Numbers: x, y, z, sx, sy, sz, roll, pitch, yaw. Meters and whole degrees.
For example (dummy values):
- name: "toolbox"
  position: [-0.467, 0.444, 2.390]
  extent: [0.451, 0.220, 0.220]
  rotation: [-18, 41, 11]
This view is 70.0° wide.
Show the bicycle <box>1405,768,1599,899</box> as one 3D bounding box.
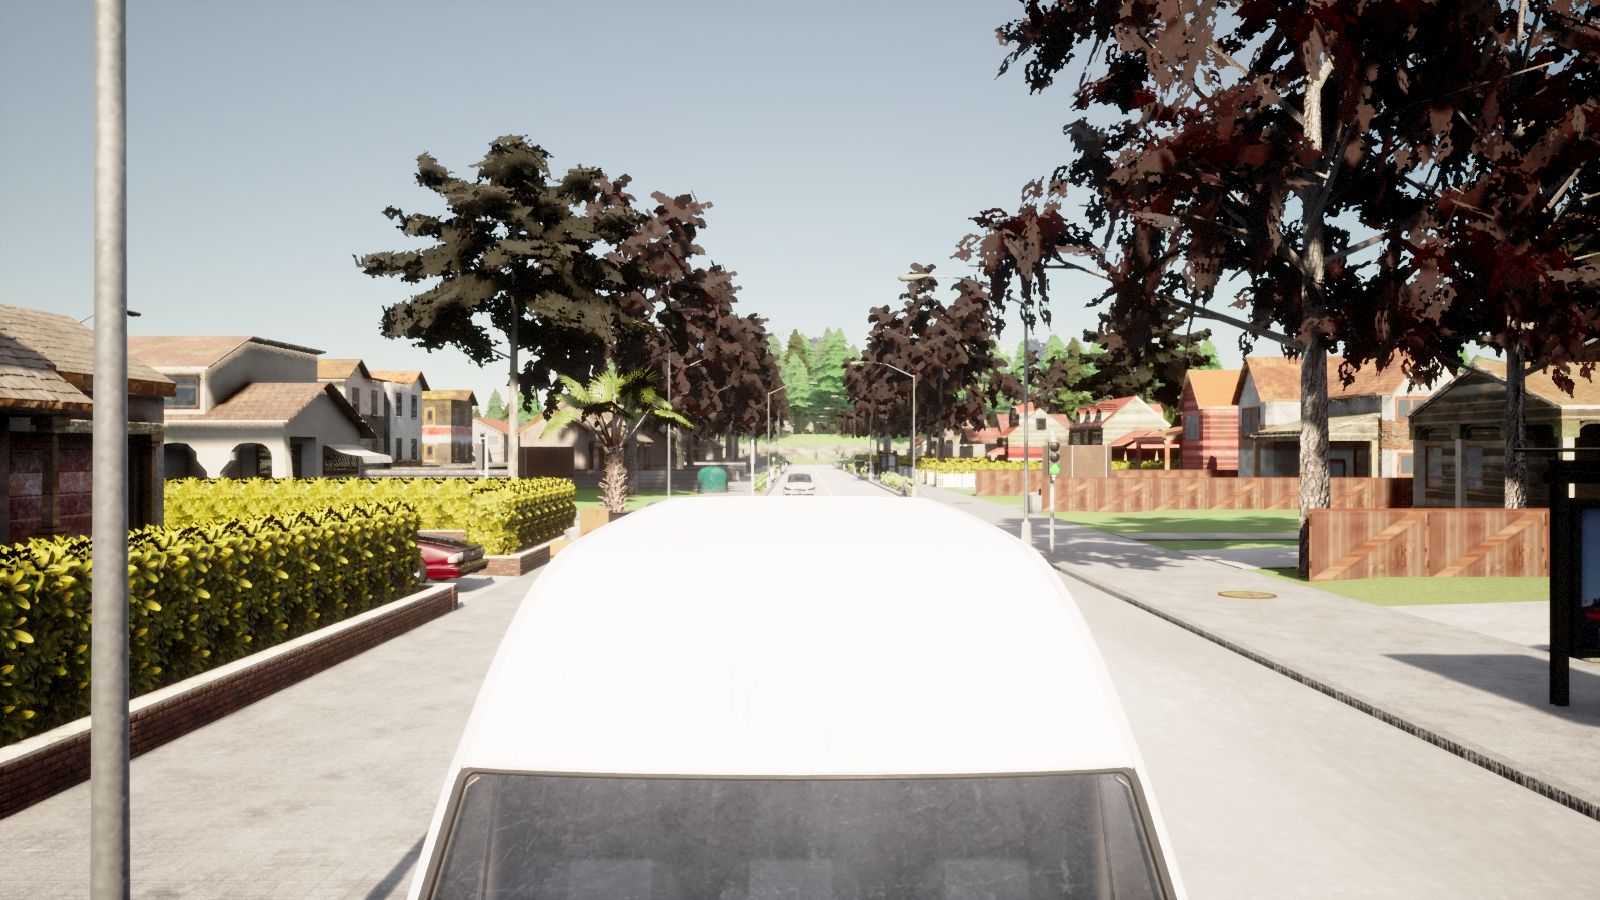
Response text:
- name: "bicycle"
  position: [2.687, 2.062, 3.843]
  extent: [0.329, 1.471, 1.835]
  rotation: [0, 0, 0]

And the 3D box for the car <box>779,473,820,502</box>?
- name: "car"
  position: [-0.024, 2.087, 64.511]
  extent: [2.231, 1.480, 4.892]
  rotation: [0, 0, 0]

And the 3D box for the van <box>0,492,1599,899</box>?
- name: "van"
  position: [0.002, 1.537, 4.030]
  extent: [1.988, 2.561, 5.915]
  rotation: [0, 0, 0]
